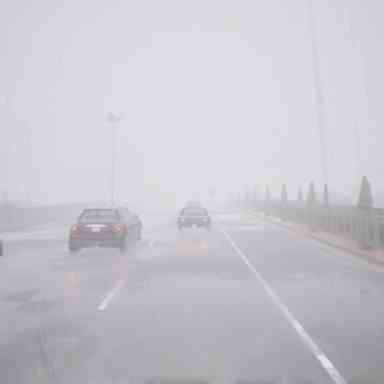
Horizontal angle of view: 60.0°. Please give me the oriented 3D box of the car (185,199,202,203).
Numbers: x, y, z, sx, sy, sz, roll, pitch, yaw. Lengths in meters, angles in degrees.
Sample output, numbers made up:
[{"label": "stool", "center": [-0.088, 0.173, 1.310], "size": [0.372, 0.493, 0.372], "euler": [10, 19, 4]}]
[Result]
[{"label": "car", "center": [0.156, 1.498, 38.285], "size": [1.812, 1.442, 4.674], "euler": [0, -1, 0]}]

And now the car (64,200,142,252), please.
[{"label": "car", "center": [-3.379, 1.327, 13.825], "size": [2.097, 1.767, 4.553], "euler": [0, 0, 0]}]

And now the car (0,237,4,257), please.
[{"label": "car", "center": [-6.883, 1.486, 8.612], "size": [1.837, 1.490, 4.892], "euler": [0, 0, 0]}]

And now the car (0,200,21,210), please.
[{"label": "car", "center": [-17.535, 1.465, 30.485], "size": [1.812, 1.442, 4.674], "euler": [0, 0, 0]}]

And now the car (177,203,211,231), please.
[{"label": "car", "center": [0.128, 1.567, 20.533], "size": [1.895, 1.301, 4.718], "euler": [0, 0, 0]}]

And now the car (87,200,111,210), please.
[{"label": "car", "center": [-13.931, 1.978, 50.097], "size": [2.033, 1.411, 5.357], "euler": [0, -4, 0]}]

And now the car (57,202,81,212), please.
[{"label": "car", "center": [-20.918, 2.552, 56.670], "size": [2.033, 1.411, 5.357], "euler": [0, -5, 0]}]
